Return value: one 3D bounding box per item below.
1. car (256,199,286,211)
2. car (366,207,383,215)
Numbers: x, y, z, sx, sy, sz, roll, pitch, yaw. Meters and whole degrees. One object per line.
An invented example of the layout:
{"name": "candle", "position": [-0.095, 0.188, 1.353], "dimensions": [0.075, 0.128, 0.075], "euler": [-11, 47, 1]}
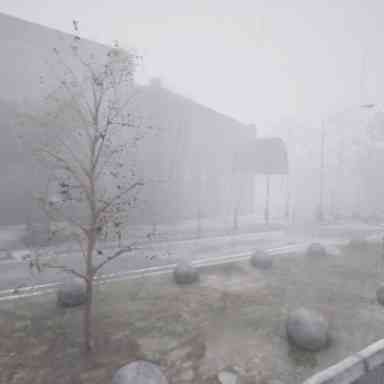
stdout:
{"name": "car", "position": [11.531, 1.775, 48.307], "dimensions": [4.553, 1.767, 2.097], "euler": [1, -1, 36]}
{"name": "car", "position": [24.076, 2.280, 40.792], "dimensions": [4.718, 1.301, 1.895], "euler": [1, -1, 16]}
